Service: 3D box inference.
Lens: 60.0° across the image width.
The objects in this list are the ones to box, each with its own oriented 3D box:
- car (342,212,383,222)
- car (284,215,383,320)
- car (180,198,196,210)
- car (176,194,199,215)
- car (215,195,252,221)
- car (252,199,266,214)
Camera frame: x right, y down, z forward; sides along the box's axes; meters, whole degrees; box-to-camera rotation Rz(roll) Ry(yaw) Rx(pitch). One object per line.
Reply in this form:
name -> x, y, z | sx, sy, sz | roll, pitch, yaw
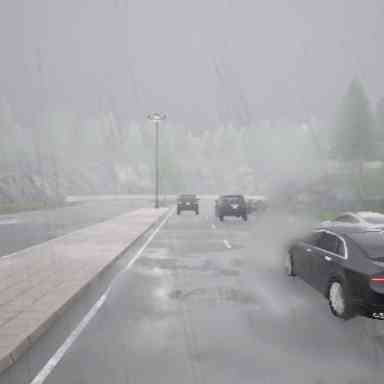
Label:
car -> 6.882, 1.531, 13.611 | 1.812, 1.442, 4.674 | 0, 0, -1
car -> 3.472, 1.508, 7.328 | 1.837, 1.490, 4.892 | 0, 0, -1
car -> -0.554, 1.555, 44.520 | 2.033, 1.411, 5.357 | 0, 0, 0
car -> -0.421, 1.227, 34.333 | 2.150, 2.045, 5.566 | 0, 0, -1
car -> 3.178, 1.229, 27.638 | 2.150, 2.045, 5.566 | 0, 0, -1
car -> 6.568, 1.500, 35.442 | 2.128, 1.511, 4.902 | 0, 0, -1
